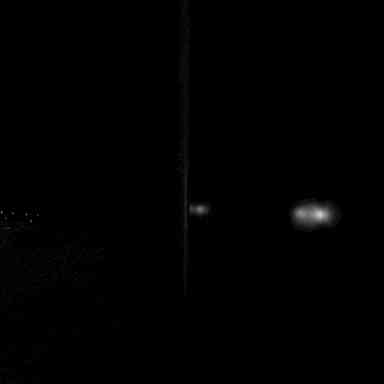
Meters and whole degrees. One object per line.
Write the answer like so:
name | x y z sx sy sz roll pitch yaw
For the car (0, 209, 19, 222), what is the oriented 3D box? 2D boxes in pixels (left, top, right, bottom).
car | -11.798 1.548 25.237 1.895 1.301 4.718 1 0 35

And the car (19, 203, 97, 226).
car | -9.150 1.576 23.348 1.895 1.301 4.718 1 0 36
